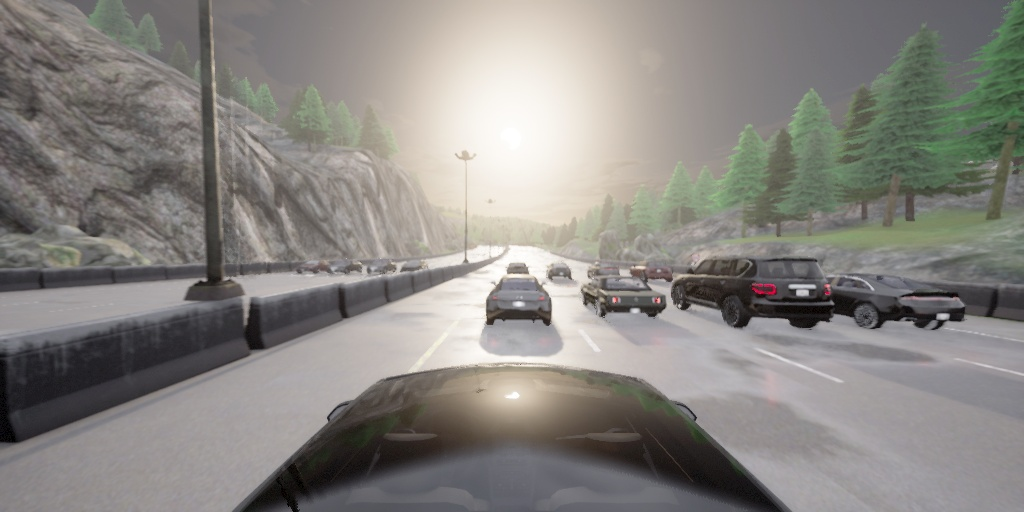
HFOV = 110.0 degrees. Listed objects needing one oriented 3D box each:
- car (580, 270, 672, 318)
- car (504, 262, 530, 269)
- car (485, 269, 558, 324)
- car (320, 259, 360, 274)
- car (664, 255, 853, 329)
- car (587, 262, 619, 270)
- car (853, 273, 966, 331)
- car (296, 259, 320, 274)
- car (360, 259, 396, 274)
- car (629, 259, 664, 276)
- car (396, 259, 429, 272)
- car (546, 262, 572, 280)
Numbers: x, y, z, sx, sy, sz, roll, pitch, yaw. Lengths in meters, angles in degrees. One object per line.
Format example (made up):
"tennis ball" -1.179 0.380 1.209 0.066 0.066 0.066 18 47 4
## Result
"car" 3.731 1.350 12.969 1.895 1.301 4.718 0 0 1
"car" 0.449 1.201 29.764 1.837 1.490 4.892 0 0 1
"car" 0.217 1.295 11.897 1.994 1.385 4.181 0 0 1
"car" -17.071 1.072 36.805 2.128 1.511 4.902 0 0 1
"car" 7.215 0.995 11.543 2.150 2.045 5.566 0 0 1
"car" 7.447 1.230 29.577 2.128 1.511 4.902 0 0 1
"car" 10.710 1.286 11.305 2.128 1.511 4.902 0 0 1
"car" -20.555 1.084 37.577 1.812 1.442 4.674 0 0 1
"car" -13.554 1.092 37.556 2.128 1.511 4.902 0 0 1
"car" 10.937 1.113 28.720 2.097 1.767 4.553 0 0 1
"car" -10.055 1.099 37.468 1.882 1.535 5.008 0 0 1
"car" 3.962 1.241 30.748 1.812 1.442 4.674 0 0 1
